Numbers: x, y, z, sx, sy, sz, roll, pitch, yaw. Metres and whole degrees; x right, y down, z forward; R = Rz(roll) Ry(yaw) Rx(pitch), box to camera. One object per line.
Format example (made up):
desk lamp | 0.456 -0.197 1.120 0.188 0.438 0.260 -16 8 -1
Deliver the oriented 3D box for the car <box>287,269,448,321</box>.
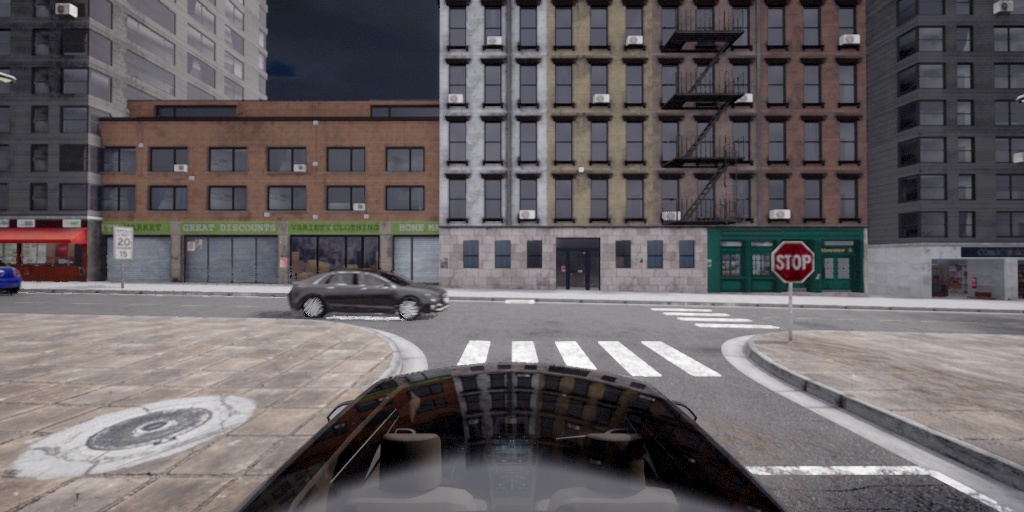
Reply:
car | -4.531 1.190 11.592 4.892 1.490 1.837 1 0 0

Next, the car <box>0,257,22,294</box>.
car | -23.324 0.725 14.600 4.553 1.767 2.097 1 -1 0
